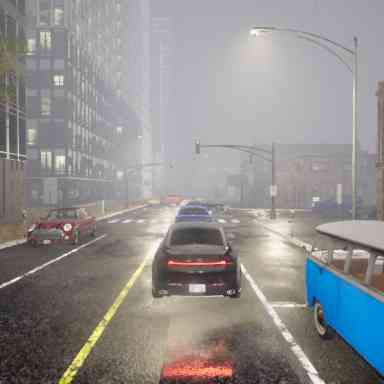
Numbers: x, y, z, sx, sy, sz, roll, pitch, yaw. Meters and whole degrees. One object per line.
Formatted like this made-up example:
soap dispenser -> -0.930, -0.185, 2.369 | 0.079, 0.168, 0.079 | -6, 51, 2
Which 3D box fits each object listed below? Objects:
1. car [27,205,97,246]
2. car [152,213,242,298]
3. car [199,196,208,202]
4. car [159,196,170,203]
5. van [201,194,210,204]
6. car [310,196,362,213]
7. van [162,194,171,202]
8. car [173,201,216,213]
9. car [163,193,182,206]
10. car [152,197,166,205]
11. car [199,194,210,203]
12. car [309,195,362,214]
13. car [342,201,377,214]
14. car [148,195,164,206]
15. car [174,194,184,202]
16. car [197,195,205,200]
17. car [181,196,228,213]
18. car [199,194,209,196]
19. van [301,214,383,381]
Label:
car -> -5.722, 1.436, 15.060 | 1.967, 1.590, 4.097 | -1, 0, 0
car -> 0.088, 1.502, 8.468 | 1.837, 1.490, 4.892 | 0, 0, 0
car -> 2.591, 1.565, 75.539 | 1.802, 1.307, 4.206 | -1, 0, 0
car -> -5.750, 1.550, 69.940 | 1.947, 1.339, 4.313 | -1, 0, 0
van -> 2.600, 1.326, 64.251 | 1.690, 1.788, 3.998 | -1, 0, 0
car -> 16.481, 1.411, 38.334 | 5.009, 1.841, 2.192 | 1, 0, 1
van -> -5.760, 1.324, 75.584 | 1.690, 1.788, 3.998 | -1, 0, 0
car -> 0.070, 1.472, 17.956 | 1.882, 1.535, 5.008 | 0, 0, 0
car -> -3.160, 1.210, 53.135 | 2.150, 2.045, 5.566 | 0, 0, 0
car -> -5.737, 1.552, 58.651 | 1.947, 1.339, 4.313 | -1, 0, 0
car -> 2.593, 1.299, 69.895 | 2.192, 1.841, 5.009 | -1, 0, 0
car -> 15.507, 1.349, 35.749 | 5.566, 2.045, 2.150 | 1, 1, 1
car -> 16.382, 1.793, 29.957 | 4.313, 1.339, 1.947 | 1, 0, 1
car -> -5.902, 1.512, 52.838 | 1.752, 1.417, 4.829 | -1, 0, 0
car -> -3.093, 1.337, 79.244 | 2.097, 1.767, 4.553 | 0, 0, 0
car -> 2.571, 1.532, 92.471 | 2.008, 1.369, 4.403 | -1, 0, 0
car -> 1.590, 1.481, 35.414 | 4.902, 1.511, 2.128 | 0, 0, 43
car -> 2.608, 1.426, 58.607 | 1.967, 1.590, 4.097 | -1, 0, 0
van -> 2.669, 1.340, 3.986 | 1.690, 1.788, 3.998 | -1, 0, 0
